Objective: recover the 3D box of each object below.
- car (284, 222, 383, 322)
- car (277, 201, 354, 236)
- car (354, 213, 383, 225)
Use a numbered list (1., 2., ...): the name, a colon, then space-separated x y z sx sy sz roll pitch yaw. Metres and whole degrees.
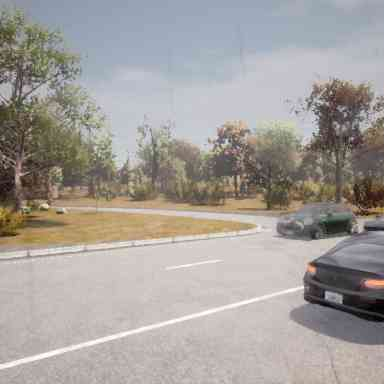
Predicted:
1. car: 4.137 1.526 6.697 4.674 1.442 1.812 0 0 -36
2. car: 6.445 1.352 17.072 4.553 1.767 2.097 0 0 -35
3. car: 9.713 1.477 15.087 5.008 1.535 1.882 0 0 -35
